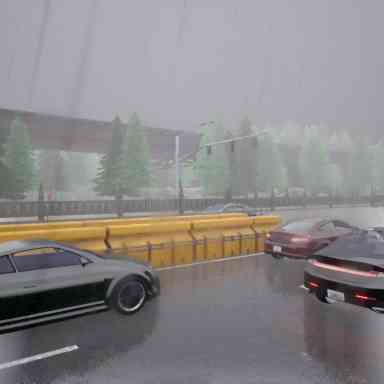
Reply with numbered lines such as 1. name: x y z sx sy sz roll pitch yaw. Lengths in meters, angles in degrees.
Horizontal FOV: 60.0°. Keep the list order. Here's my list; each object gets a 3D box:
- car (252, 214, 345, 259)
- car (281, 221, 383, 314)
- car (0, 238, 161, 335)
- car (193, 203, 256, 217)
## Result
1. car: 4.422 1.526 11.234 4.674 1.442 1.812 0 0 -35
2. car: 4.360 1.492 6.902 4.902 1.511 2.128 0 0 -35
3. car: -2.683 1.564 6.125 4.181 1.385 1.994 0 0 -36
4. car: 2.220 1.493 22.787 4.902 1.511 2.128 0 0 -36
